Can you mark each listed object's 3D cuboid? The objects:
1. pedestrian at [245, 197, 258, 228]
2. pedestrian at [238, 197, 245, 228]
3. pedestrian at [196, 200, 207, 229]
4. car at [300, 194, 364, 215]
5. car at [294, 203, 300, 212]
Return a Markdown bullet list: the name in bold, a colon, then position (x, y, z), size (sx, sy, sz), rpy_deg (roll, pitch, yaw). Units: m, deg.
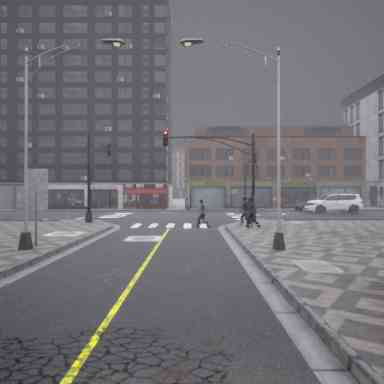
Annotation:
- **pedestrian**: position (3.387, 1.147, 18.896), size (0.375, 1.860, 0.375), rpy_deg (0, 0, 0)
- **pedestrian**: position (3.094, 1.148, 19.563), size (0.375, 1.860, 0.375), rpy_deg (0, 0, 0)
- **pedestrian**: position (0.574, 1.301, 20.104), size (0.375, 1.860, 0.375), rpy_deg (0, 0, 0)
- **car**: position (14.443, 1.210, 33.868), size (5.566, 2.045, 2.150), rpy_deg (-1, -1, 1)
- **car**: position (14.005, 1.498, 37.127), size (5.008, 1.535, 1.882), rpy_deg (0, 0, 0)
